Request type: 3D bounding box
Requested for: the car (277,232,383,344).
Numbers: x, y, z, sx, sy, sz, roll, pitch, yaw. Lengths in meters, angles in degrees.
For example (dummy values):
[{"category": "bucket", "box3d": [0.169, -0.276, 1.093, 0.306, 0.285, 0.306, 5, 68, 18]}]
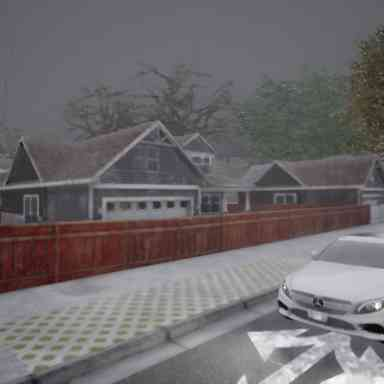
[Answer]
[{"category": "car", "box3d": [3.539, 1.585, 6.597, 4.674, 1.442, 1.812, 0, -1, -44]}]
